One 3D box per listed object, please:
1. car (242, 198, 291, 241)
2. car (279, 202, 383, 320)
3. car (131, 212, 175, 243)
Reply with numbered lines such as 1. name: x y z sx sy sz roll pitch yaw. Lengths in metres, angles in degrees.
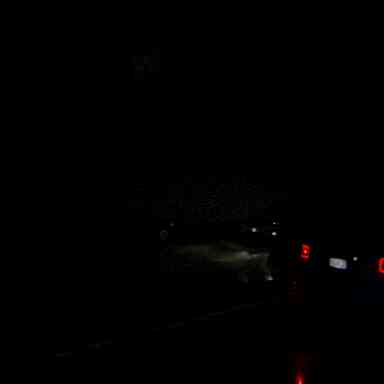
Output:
1. car: 4.960 1.330 16.134 5.566 2.045 2.150 1 0 -36
2. car: 4.579 1.285 7.015 5.566 2.045 2.150 1 0 -36
3. car: -2.859 1.615 14.853 4.181 1.385 1.994 1 0 -36
